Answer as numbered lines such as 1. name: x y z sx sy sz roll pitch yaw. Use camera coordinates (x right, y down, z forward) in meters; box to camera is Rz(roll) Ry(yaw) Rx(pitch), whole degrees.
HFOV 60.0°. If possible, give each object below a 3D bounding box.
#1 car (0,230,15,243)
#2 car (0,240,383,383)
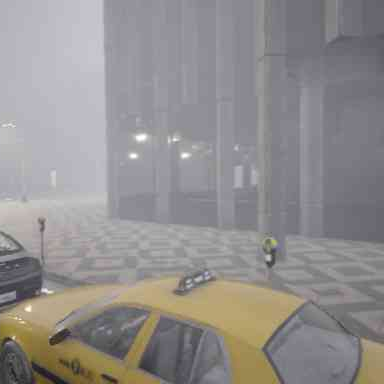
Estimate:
1. car: -4.581 1.344 6.345 4.403 1.369 2.008 1 3 36
2. car: -0.175 1.387 3.102 4.829 1.417 1.752 1 3 36
